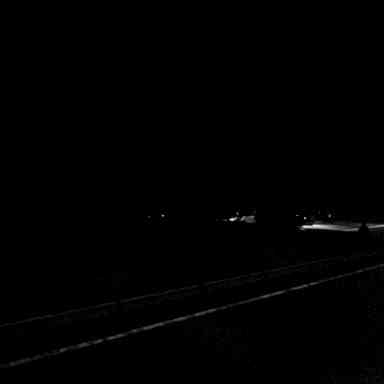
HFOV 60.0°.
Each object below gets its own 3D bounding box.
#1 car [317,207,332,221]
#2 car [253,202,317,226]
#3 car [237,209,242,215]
[{"bbox_3d":[8.938,1.585,27.233,2.128,1.511,4.902,0,-1,-39],"label":"car"},{"bbox_3d":[6.580,1.651,24.583,1.994,1.385,4.181,0,-1,-39],"label":"car"},{"bbox_3d":[2.687,1.786,34.647,2.033,1.411,5.357,0,-1,-42],"label":"car"}]
